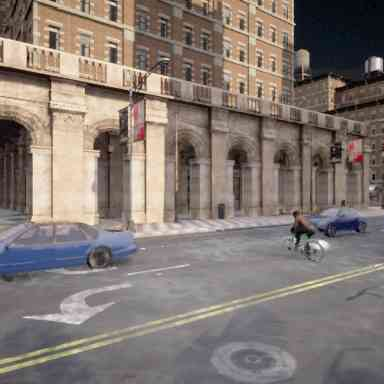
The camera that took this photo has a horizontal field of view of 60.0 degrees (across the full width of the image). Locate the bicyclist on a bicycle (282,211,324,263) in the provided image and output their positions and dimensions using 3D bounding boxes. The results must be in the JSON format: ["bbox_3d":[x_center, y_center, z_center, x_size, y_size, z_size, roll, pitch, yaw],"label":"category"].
[{"bbox_3d":[3.586,1.455,10.938,0.582,1.620,1.656,0,-2,-35],"label":"bicyclist on a bicycle"}]

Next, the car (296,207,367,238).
[{"bbox_3d":[7.577,1.525,17.888,4.674,1.442,1.812,0,0,-35],"label":"car"}]

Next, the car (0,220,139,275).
[{"bbox_3d":[-4.260,1.548,9.587,5.357,1.411,2.033,0,0,-34],"label":"car"}]
